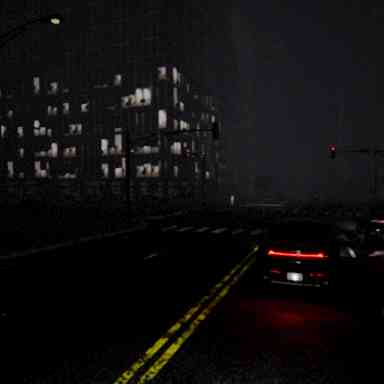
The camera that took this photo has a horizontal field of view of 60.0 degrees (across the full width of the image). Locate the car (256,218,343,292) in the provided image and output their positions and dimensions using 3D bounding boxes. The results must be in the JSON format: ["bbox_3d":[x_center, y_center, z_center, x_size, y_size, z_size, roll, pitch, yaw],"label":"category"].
[{"bbox_3d":[2.933,1.464,9.034,1.837,1.490,4.892,0,0,20],"label":"car"}]

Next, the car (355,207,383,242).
[{"bbox_3d":[8.915,1.449,15.626,2.128,1.511,4.902,0,-1,21],"label":"car"}]

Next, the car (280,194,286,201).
[{"bbox_3d":[18.508,1.186,69.739,1.812,1.442,4.674,0,0,20],"label":"car"}]

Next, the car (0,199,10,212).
[{"bbox_3d":[-18.918,1.272,31.822,4.206,1.307,1.802,1,1,22],"label":"car"}]

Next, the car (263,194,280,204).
[{"bbox_3d":[13.057,1.264,55.255,1.812,1.442,4.674,0,0,21],"label":"car"}]

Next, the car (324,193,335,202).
[{"bbox_3d":[28.193,1.197,67.814,2.033,1.411,5.357,0,0,20],"label":"car"}]

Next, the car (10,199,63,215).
[{"bbox_3d":[-13.634,1.315,29.721,4.313,1.339,1.947,1,1,22],"label":"car"}]

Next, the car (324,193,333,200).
[{"bbox_3d":[31.815,0.996,77.583,1.994,1.385,4.181,0,0,20],"label":"car"}]

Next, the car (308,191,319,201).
[{"bbox_3d":[25.157,0.878,68.972,2.150,2.045,5.566,0,0,20],"label":"car"}]
